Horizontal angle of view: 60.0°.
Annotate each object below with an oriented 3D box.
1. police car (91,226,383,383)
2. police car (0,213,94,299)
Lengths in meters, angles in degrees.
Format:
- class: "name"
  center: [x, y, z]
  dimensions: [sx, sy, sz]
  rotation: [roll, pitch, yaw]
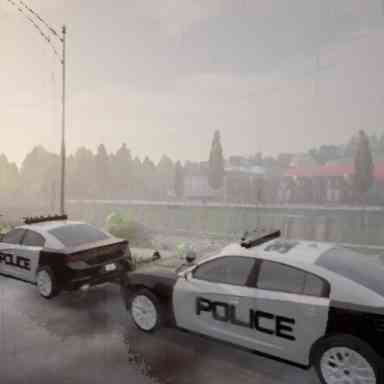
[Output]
- class: "police car"
  center: [0.950, 1.426, 5.218]
  dimensions: [5.238, 1.638, 1.930]
  rotation: [0, 3, 36]
- class: "police car"
  center: [-3.880, 1.432, 8.763]
  dimensions: [5.238, 1.638, 1.930]
  rotation: [0, 3, 36]
